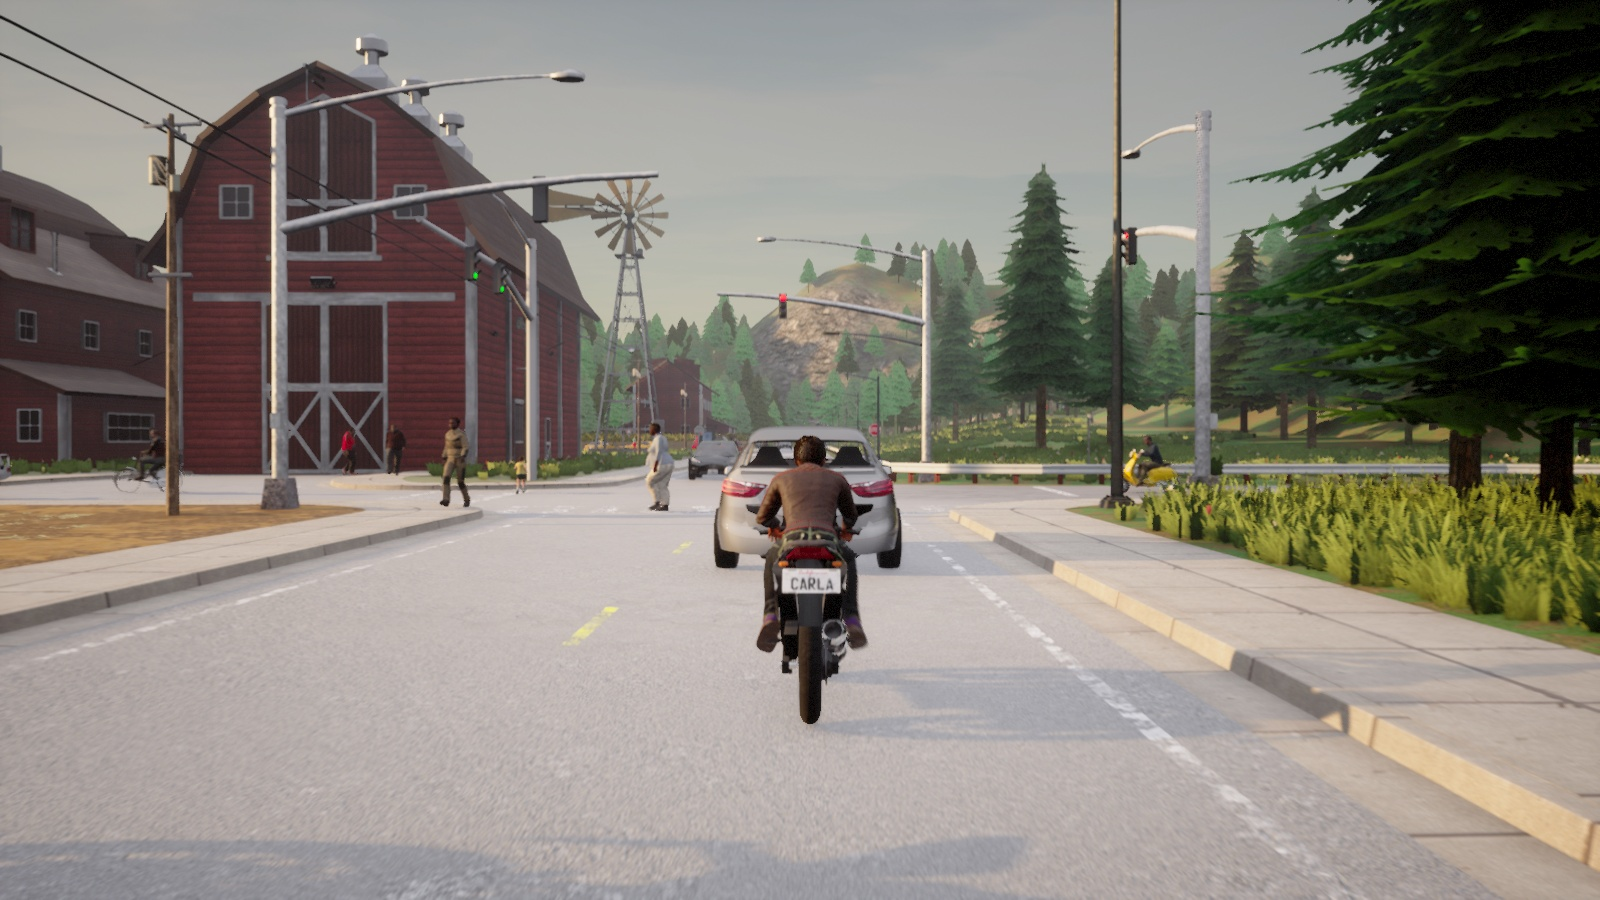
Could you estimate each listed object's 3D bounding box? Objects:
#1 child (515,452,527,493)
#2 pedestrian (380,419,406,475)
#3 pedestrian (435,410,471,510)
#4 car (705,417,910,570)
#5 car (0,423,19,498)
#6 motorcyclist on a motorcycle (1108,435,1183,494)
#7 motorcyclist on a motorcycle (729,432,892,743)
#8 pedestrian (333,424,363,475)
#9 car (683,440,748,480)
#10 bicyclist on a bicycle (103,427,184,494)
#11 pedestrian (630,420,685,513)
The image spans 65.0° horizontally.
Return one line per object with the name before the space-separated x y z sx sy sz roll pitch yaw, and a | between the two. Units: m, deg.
child | -7.686 0.612 34.545 0.255 1.110 0.394 0 0 -2
pedestrian | -13.641 -0.096 42.099 0.634 1.844 0.899 0 0 -4
pedestrian | -6.806 0.184 24.634 0.396 1.930 0.692 0 0 14
car | 0.103 0.459 16.006 2.242 1.667 4.611 0 0 1
car | -21.907 0.264 30.521 4.605 1.855 1.932 0 1 -1
motorcyclist on a motorcycle | 9.454 0.398 34.415 1.817 1.590 0.866 0 0 -1
motorcyclist on a motorcycle | 0.056 0.669 7.172 0.797 1.523 2.044 0 0 0
pedestrian | -16.595 -0.030 46.148 0.899 1.844 0.634 0 0 -3
car | -3.211 0.343 48.740 2.163 1.488 4.792 0 0 0
bicyclist on a bicycle | -17.800 0.280 34.072 1.843 1.776 0.659 0 1 -1
pedestrian | -2.900 0.323 25.628 0.900 1.855 0.874 0 0 11
